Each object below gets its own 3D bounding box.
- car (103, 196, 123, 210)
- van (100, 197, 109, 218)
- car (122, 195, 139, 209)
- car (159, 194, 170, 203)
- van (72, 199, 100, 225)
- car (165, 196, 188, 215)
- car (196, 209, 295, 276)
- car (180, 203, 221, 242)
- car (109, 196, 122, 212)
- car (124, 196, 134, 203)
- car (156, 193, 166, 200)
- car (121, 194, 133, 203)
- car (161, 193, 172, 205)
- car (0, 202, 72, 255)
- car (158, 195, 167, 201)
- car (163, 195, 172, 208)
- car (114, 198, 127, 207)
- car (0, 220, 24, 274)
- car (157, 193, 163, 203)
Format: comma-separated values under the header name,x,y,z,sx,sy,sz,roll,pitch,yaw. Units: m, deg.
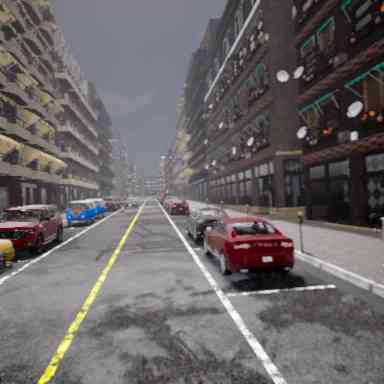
name,x,y,z,sx,sy,sz,roll,pitch,yaw
car,-11.130,1.501,47.327,2.192,1.841,5.009,-1,0,-7
van,-9.093,1.534,30.862,1.690,1.788,3.998,-1,0,-7
car,-8.432,1.556,46.253,2.128,1.511,4.902,-3,0,-7
car,-5.379,1.258,64.699,1.967,1.590,4.097,-2,0,-7
van,-8.413,1.539,25.372,1.690,1.788,3.998,-1,0,-7
car,-1.269,1.363,31.768,1.887,1.381,4.507,-1,0,-7
car,1.447,1.397,9.811,1.887,1.381,4.507,-1,0,-7
car,0.768,1.392,15.301,2.008,1.369,4.403,-1,0,-7
car,-10.451,1.502,41.839,2.192,1.841,5.009,-1,0,-7
car,-15.197,1.759,80.261,1.887,1.381,4.507,-1,0,-7
car,-8.096,1.168,86.657,2.192,1.841,5.009,-2,0,-7
car,-14.524,1.520,74.771,2.192,1.841,5.009,-1,0,-7
car,-2.622,1.252,42.746,1.967,1.590,4.097,-1,0,-7
car,-7.056,1.531,14.397,2.192,1.841,5.009,-1,0,-7
car,-6.732,1.413,75.679,1.802,1.307,4.206,-2,0,-7
car,-1.948,1.359,37.256,1.887,1.381,4.507,-1,0,-7
car,-12.482,1.753,58.307,1.947,1.339,4.313,-1,0,-7
car,-6.352,1.753,8.739,1.752,1.417,4.829,-1,0,-7
car,-4.024,1.127,53.719,2.192,1.841,5.009,-1,0,-7
